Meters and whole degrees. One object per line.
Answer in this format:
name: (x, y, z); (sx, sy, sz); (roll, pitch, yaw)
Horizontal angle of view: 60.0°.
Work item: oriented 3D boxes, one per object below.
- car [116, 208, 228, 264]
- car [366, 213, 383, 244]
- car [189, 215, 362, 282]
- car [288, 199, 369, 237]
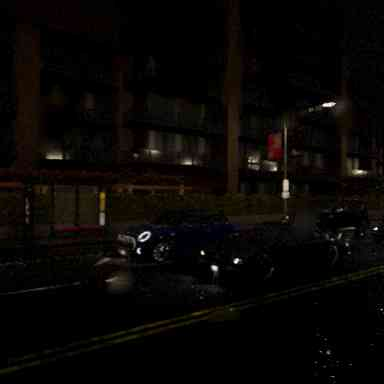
car: (-0.444, 1.426, 12.289); (4.553, 1.767, 2.097); (1, 0, -36)
car: (10.554, 1.785, 15.861); (4.718, 1.301, 1.895); (1, 0, -36)
car: (2.759, 1.634, 10.277); (5.357, 1.411, 2.033); (1, 0, -36)
car: (7.355, 1.393, 17.873); (5.566, 2.045, 2.150); (1, 0, -36)
